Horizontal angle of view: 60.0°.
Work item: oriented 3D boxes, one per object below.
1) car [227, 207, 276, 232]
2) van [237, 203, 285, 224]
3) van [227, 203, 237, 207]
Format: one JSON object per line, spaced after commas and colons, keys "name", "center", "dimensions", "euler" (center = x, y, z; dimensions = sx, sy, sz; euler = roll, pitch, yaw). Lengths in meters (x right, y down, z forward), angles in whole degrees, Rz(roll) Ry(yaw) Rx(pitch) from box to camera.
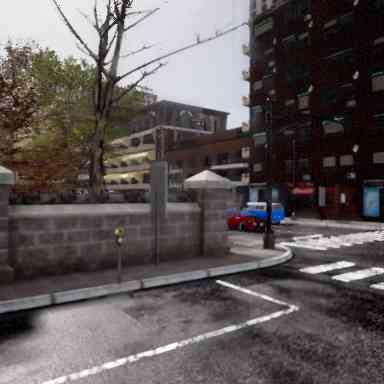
{"name": "car", "center": [3.443, 2.003, 23.612], "dimensions": [1.994, 1.385, 4.181], "euler": [1, -1, -36]}
{"name": "van", "center": [6.280, 1.872, 29.538], "dimensions": [1.690, 1.788, 3.998], "euler": [-1, -1, -36]}
{"name": "van", "center": [3.029, 1.961, 34.021], "dimensions": [1.690, 1.788, 3.998], "euler": [-1, -1, -36]}
